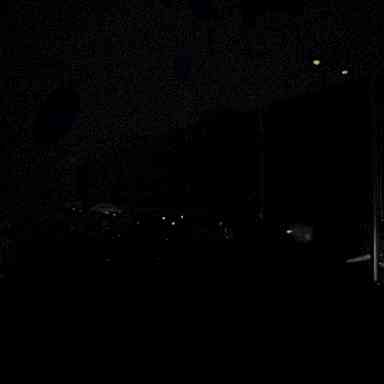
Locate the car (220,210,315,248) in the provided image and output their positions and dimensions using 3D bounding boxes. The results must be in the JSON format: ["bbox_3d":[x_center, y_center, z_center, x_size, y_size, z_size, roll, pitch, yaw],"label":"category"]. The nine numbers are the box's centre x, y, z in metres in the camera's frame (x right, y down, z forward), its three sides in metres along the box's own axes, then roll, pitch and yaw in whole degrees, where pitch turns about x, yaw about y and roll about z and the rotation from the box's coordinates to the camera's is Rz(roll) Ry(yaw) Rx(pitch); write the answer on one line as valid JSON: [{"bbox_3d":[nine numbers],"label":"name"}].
[{"bbox_3d":[3.358,1.611,15.656,2.128,1.511,4.902,-1,0,-35],"label":"car"}]

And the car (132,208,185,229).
[{"bbox_3d":[-2.500,1.796,23.865,1.895,1.301,4.718,-1,0,-35],"label":"car"}]

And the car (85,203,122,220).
[{"bbox_3d":[-8.386,1.824,32.132,1.812,1.442,4.674,-1,0,-35],"label":"car"}]

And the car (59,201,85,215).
[{"bbox_3d":[-14.259,1.947,40.432,1.812,1.442,4.674,-1,0,-35],"label":"car"}]
